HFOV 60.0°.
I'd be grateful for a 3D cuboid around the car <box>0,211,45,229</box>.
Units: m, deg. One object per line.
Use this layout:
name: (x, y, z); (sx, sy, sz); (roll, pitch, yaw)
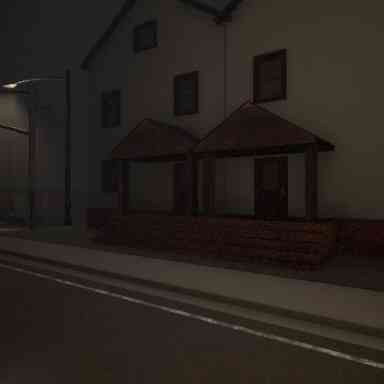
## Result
car: (-15.642, 2.488, 29.676); (2.128, 1.511, 4.902); (0, -9, 36)
